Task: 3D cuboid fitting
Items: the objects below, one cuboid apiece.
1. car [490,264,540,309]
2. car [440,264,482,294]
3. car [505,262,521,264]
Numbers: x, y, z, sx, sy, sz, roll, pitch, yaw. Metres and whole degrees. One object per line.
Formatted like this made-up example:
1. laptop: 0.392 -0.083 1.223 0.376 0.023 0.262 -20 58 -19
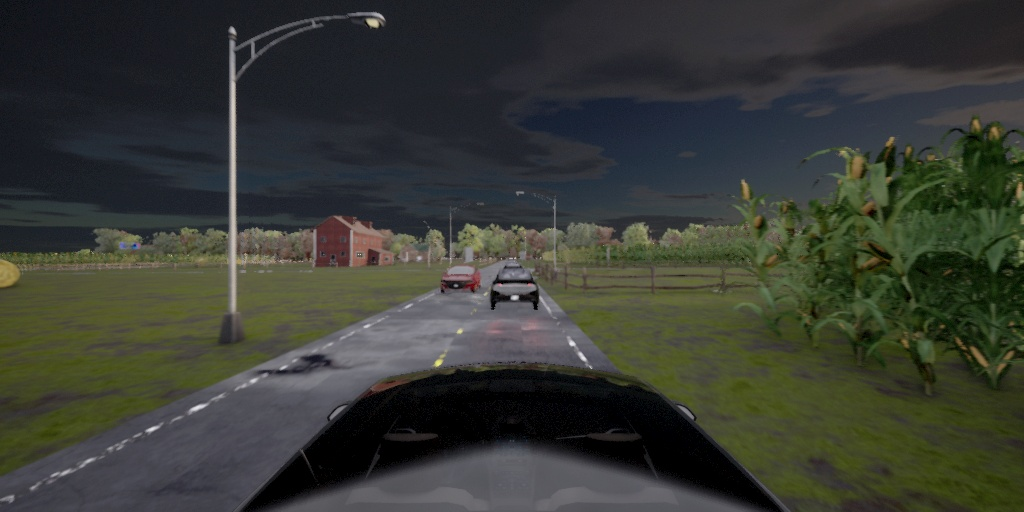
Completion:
1. car: 0.098 1.252 14.940 2.128 1.511 4.902 0 0 0
2. car: -2.842 1.243 20.712 1.882 1.535 5.008 0 0 0
3. car: 0.096 1.268 31.542 2.128 1.511 4.902 0 0 0
